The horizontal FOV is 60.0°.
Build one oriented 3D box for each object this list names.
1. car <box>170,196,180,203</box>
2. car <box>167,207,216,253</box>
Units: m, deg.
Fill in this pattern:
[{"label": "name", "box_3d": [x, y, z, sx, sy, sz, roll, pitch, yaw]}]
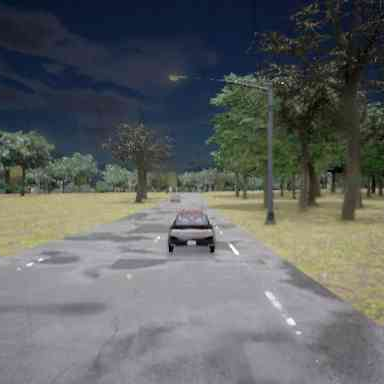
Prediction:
[{"label": "car", "box_3d": [-3.539, 1.603, 71.038, 1.994, 1.385, 4.181, 0, 1, 0]}, {"label": "car", "box_3d": [-0.005, 1.628, 14.294, 2.128, 1.511, 4.902, 0, 0, 0]}]
